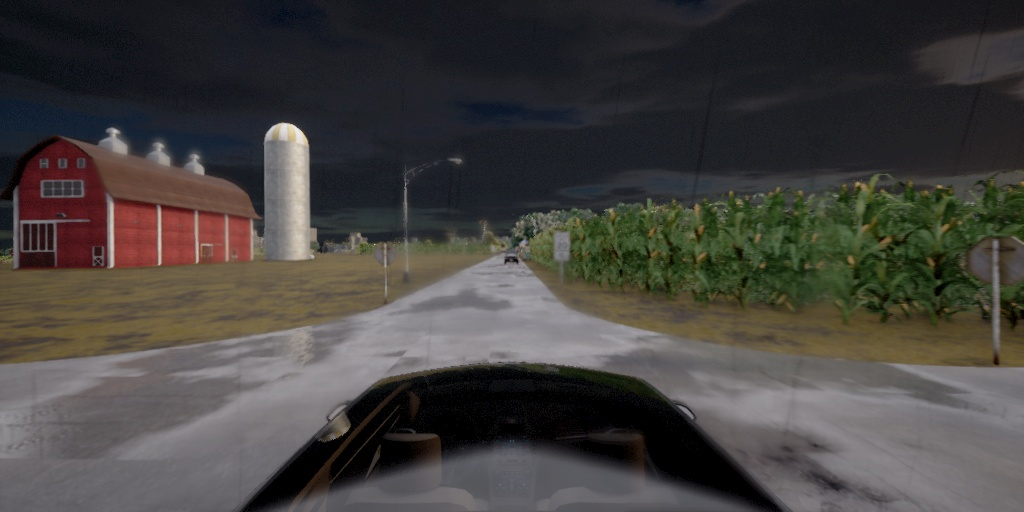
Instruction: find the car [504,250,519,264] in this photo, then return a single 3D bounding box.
[{"bbox_3d":[-0.089,0.315,48.610,1.882,1.535,5.008,-1,1,0],"label":"car"}]
